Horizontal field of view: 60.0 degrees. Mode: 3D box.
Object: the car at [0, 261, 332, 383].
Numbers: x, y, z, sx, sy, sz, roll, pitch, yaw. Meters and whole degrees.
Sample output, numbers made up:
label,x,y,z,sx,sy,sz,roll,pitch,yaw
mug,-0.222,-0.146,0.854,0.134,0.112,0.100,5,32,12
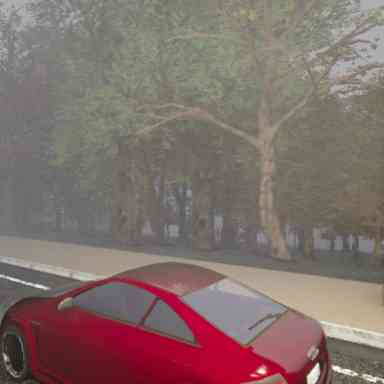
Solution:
label,x,y,z,sx,sy,sz,roll,pitch,yaw
car,-0.565,1.599,4.088,4.181,1.385,1.994,-1,0,35
